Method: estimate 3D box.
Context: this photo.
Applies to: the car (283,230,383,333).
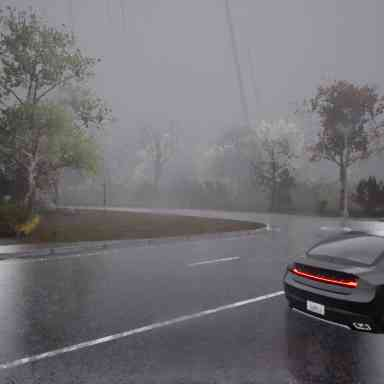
[{"bbox_3d":[3.841,1.505,6.458,4.892,1.490,1.837,0,0,-36],"label":"car"}]
